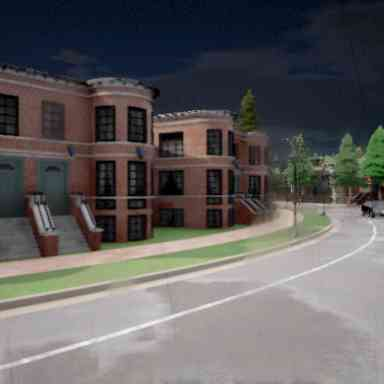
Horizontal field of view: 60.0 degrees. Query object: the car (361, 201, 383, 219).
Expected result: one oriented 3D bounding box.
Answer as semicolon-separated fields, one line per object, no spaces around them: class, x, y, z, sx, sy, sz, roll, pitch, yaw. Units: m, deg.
car;16.227;1.531;29.122;2.128;1.511;4.902;0;0;14
